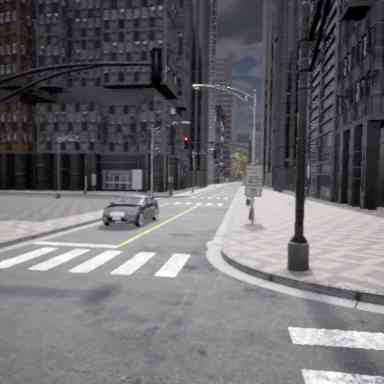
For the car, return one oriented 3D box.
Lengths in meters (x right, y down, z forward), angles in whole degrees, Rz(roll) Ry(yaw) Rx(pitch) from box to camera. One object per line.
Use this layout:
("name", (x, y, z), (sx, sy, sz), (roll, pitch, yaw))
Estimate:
("car", (-3.062, 0.874, 17.570), (2.128, 1.511, 4.902), (1, 2, 9))
